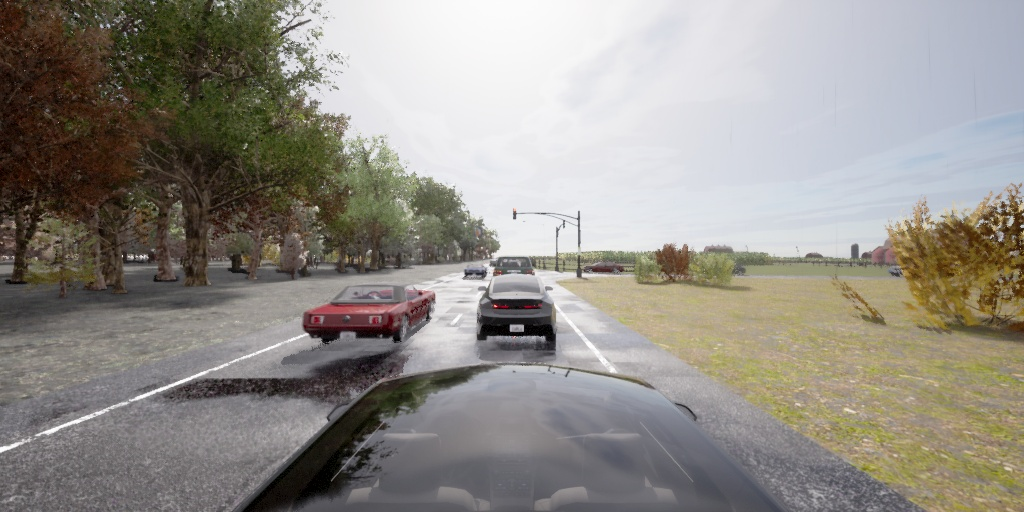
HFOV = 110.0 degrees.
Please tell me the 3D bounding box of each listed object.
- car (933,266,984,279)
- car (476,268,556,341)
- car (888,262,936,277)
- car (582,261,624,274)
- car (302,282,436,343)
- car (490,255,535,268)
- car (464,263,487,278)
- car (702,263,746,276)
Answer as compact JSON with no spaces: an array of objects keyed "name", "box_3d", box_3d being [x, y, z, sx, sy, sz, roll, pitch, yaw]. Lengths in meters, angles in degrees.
[{"name":"car","box_3d":[48.925,1.807,39.221,4.674,1.442,1.812,1,-1,0]},{"name":"car","box_3d":[0.099,1.257,9.881,1.837,1.490,4.892,0,0,0]},{"name":"car","box_3d":[48.471,1.560,42.776,5.566,2.045,2.150,1,-1,1]},{"name":"car","box_3d":[10.965,1.412,43.441,5.008,1.535,1.882,1,-1,7]},{"name":"car","box_3d":[-3.401,1.353,9.654,1.895,1.301,4.718,0,0,0]},{"name":"car","box_3d":[0.099,0.976,19.797,2.150,2.045,5.566,0,0,0]},{"name":"car","box_3d":[-3.406,1.357,34.475,1.895,1.301,4.718,0,0,0]},{"name":"car","box_3d":[25.266,1.588,42.924,4.892,1.490,1.837,0,-1,0]}]
